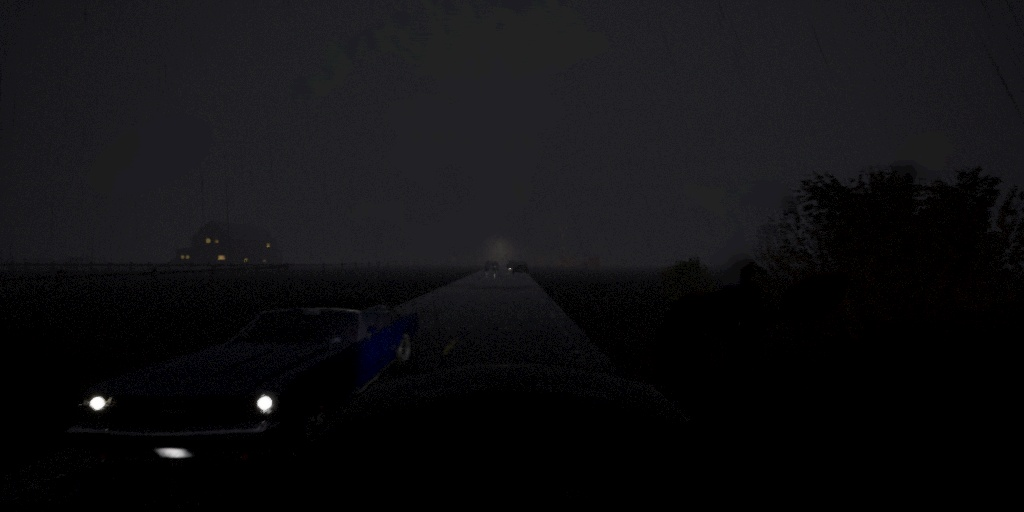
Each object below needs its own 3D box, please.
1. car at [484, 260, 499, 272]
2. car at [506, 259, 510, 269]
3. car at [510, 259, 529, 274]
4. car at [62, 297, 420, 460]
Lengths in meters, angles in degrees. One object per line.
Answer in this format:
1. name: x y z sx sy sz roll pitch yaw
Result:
1. car: -2.793 1.372 49.759 2.128 1.511 4.902 0 0 0
2. car: 0.030 1.413 60.674 2.128 1.511 4.902 0 0 0
3. car: 0.984 1.329 42.577 1.882 1.535 5.008 0 0 0
4. car: -2.849 1.352 5.226 1.895 1.301 4.718 0 0 0
